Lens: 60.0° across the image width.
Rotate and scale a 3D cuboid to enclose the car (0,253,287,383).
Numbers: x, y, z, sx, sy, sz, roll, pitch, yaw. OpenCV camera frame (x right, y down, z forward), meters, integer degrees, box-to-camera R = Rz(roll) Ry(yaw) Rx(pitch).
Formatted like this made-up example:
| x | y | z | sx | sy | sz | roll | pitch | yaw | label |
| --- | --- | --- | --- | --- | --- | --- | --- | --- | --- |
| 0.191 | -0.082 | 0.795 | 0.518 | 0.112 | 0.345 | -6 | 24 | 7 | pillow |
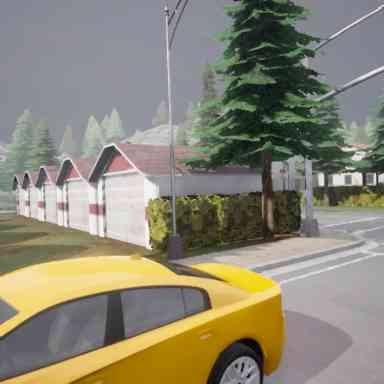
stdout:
| x | y | z | sx | sy | sz | roll | pitch | yaw | label |
| --- | --- | --- | --- | --- | --- | --- | --- | --- | --- |
| -1.262 | 1.450 | 3.087 | 5.008 | 1.535 | 1.882 | -2 | 1 | -35 | car |
